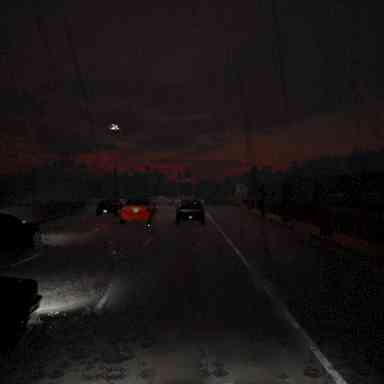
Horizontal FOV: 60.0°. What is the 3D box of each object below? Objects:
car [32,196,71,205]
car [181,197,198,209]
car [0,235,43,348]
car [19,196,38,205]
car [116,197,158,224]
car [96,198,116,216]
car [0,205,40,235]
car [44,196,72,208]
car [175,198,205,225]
[{"bbox_3d":[-14.436,1.395,34.789,1.895,1.301,4.718,0,0,-1],"label":"car"},{"bbox_3d":[-0.299,1.325,40.738,1.895,1.301,4.718,0,0,-1],"label":"car"},{"bbox_3d":[-3.439,1.534,3.164,2.033,1.411,5.357,0,0,0],"label":"car"},{"bbox_3d":[-21.522,1.329,44.942,2.128,1.511,4.902,0,-1,0],"label":"car"},{"bbox_3d":[-3.625,1.195,23.489,2.097,1.767,4.553,0,0,-1],"label":"car"},{"bbox_3d":[-7.189,1.313,29.843,1.837,1.490,4.892,0,0,-1],"label":"car"},{"bbox_3d":[-7.009,1.417,11.384,1.882,1.535,5.008,0,0,0],"label":"car"},{"bbox_3d":[-18.024,1.334,45.085,1.837,1.490,4.892,0,-2,0],"label":"car"},{"bbox_3d":[-0.117,1.329,22.754,2.128,1.511,4.902,0,0,-1],"label":"car"}]
